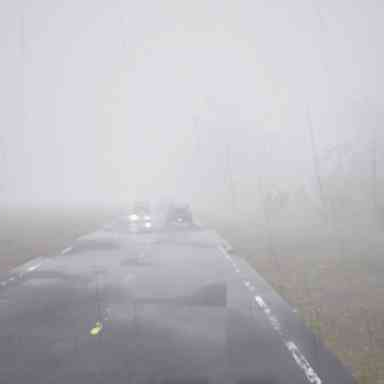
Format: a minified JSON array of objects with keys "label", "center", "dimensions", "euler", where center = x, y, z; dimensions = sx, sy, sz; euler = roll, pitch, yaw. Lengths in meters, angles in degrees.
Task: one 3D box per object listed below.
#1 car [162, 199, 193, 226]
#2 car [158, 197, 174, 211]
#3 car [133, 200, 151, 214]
[{"label":"car","center":[-0.972,1.503,23.241],"dimensions":[1.837,1.490,4.892],"euler":[0,0,-5]},{"label":"car","center":[-3.141,1.345,41.739],"dimensions":[2.097,1.767,4.553],"euler":[0,0,-8]},{"label":"car","center":[-5.402,1.595,35.973],"dimensions":[1.895,1.301,4.718],"euler":[0,0,-7]}]
